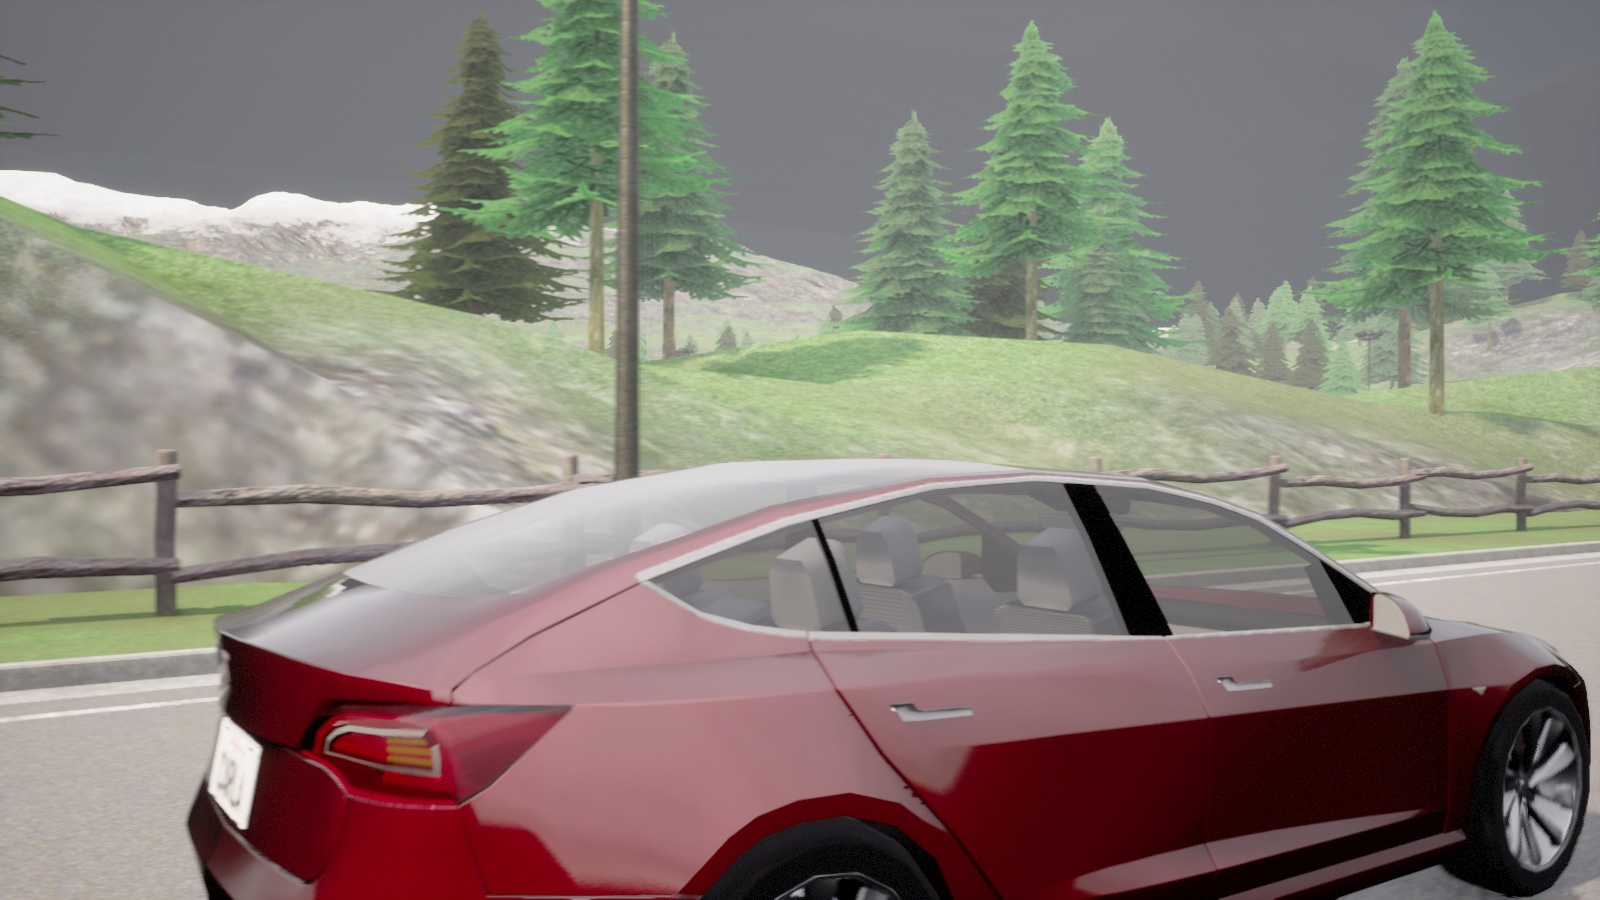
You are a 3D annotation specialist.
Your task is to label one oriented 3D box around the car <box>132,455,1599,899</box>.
[{"bbox_3d":[0.653,0.762,4.113,4.792,1.488,2.163,0,0,-35],"label":"car"}]
